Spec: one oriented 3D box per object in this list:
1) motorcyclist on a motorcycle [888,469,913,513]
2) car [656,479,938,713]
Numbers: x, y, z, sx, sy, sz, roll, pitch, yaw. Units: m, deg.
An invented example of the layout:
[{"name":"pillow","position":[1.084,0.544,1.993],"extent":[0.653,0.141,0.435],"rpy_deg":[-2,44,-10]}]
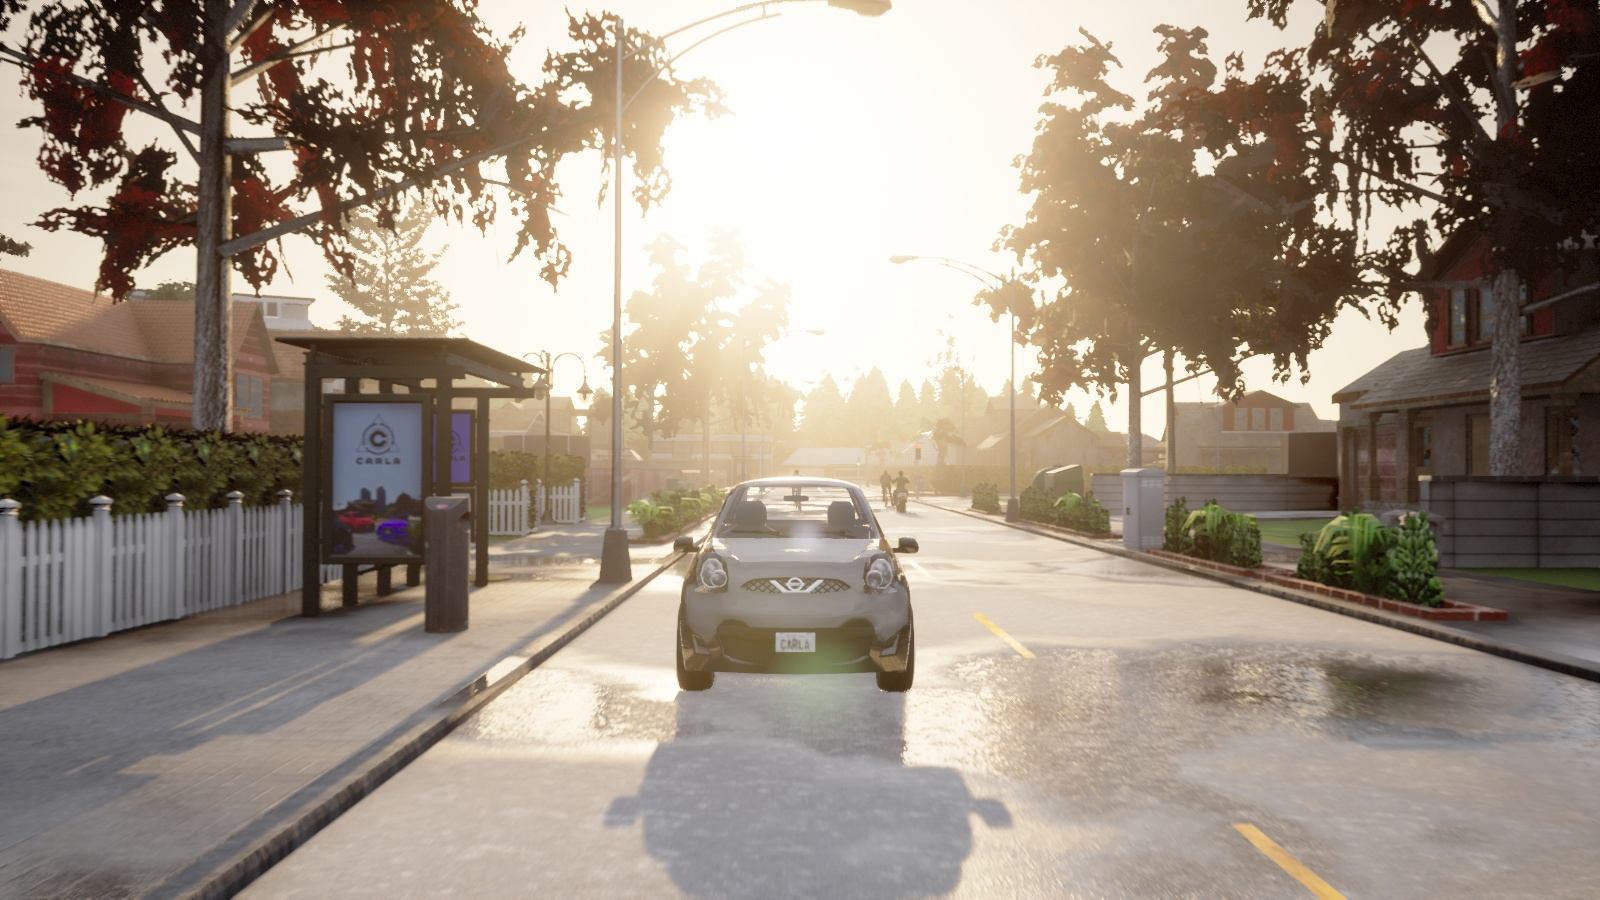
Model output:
[{"name":"motorcyclist on a motorcycle","position":[3.884,1.562,48.530],"extent":[0.766,1.649,2.350],"rpy_deg":[0,-1,0]},{"name":"car","position":[-0.024,0.997,10.052],"extent":[1.845,1.501,3.633],"rpy_deg":[0,-1,0]}]
